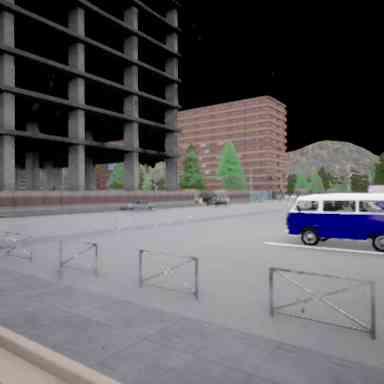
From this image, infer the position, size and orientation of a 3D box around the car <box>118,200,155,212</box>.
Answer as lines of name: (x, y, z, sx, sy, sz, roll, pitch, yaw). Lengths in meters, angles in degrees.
car: (-6.603, 1.671, 39.890, 1.895, 1.301, 4.718, 0, 0, 35)

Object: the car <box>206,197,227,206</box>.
car: (4.165, 1.639, 54.927, 1.812, 1.442, 4.674, 0, 0, 35)
